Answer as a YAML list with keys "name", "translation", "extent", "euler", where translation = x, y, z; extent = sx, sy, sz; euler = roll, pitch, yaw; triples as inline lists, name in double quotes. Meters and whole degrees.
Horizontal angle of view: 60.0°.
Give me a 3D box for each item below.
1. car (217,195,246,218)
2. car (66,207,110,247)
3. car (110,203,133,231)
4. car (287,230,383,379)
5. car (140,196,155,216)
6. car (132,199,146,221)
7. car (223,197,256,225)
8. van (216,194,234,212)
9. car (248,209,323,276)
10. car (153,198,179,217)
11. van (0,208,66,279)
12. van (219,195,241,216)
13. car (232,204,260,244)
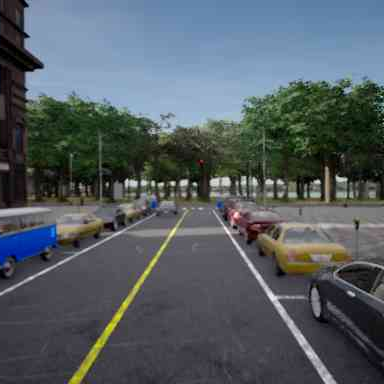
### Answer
- name: "car"
  translation: [3.386, 1.196, 26.046]
  extent: [2.192, 1.841, 5.009]
  euler: [-1, 0, 1]
- name: "car"
  translation: [-5.398, 1.574, 15.210]
  extent: [1.752, 1.417, 4.829]
  euler: [-1, 0, 1]
- name: "car"
  translation: [-5.262, 1.599, 20.816]
  extent: [1.947, 1.339, 4.313]
  euler: [-1, 0, 1]
- name: "car"
  translation: [2.868, 1.493, 4.302]
  extent: [2.008, 1.369, 4.403]
  euler: [-1, 0, 1]
- name: "car"
  translation: [-5.003, 1.444, 31.687]
  extent: [1.967, 1.590, 4.097]
  euler: [-1, 0, 1]
- name: "car"
  translation: [-5.136, 1.544, 26.082]
  extent: [1.752, 1.417, 4.829]
  euler: [-1, 0, 1]
- name: "car"
  translation: [3.257, 1.336, 20.610]
  extent: [1.967, 1.590, 4.097]
  euler: [-1, 0, 1]
- name: "van"
  translation: [3.647, 1.193, 36.918]
  extent: [1.690, 1.788, 3.998]
  euler: [-1, 0, 1]
- name: "car"
  translation: [3.002, 1.451, 9.908]
  extent: [1.752, 1.417, 4.829]
  euler: [-1, 0, 1]
- name: "car"
  translation: [-2.241, 1.485, 31.531]
  extent: [1.812, 1.442, 4.674]
  euler: [-1, 0, 1]
- name: "van"
  translation: [-5.527, 1.405, 9.943]
  extent: [1.690, 1.788, 3.998]
  euler: [-1, 0, 1]
- name: "van"
  translation: [3.517, 1.208, 31.482]
  extent: [1.690, 1.788, 3.998]
  euler: [-1, 0, 1]
- name: "car"
  translation: [3.129, 1.455, 15.175]
  extent: [1.887, 1.381, 4.507]
  euler: [-1, 0, 1]
